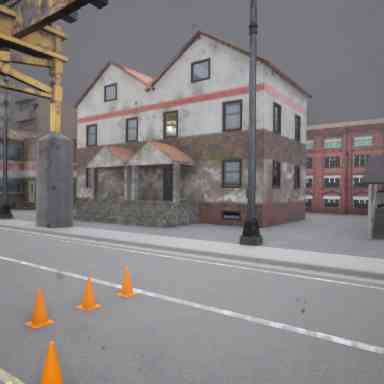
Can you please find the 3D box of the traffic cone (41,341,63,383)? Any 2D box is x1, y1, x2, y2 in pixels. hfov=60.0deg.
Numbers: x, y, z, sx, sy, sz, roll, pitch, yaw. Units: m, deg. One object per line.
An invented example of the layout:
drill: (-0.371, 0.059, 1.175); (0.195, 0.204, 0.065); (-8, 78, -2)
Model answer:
traffic cone: (-1.552, 1.952, 3.679); (0.340, 0.580, 0.340); (0, 0, 36)

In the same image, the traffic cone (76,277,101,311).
traffic cone: (-2.004, 1.949, 6.471); (0.340, 0.580, 0.340); (0, 0, 36)

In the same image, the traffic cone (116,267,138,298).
traffic cone: (-1.419, 1.949, 7.282); (0.340, 0.580, 0.340); (0, 0, 36)

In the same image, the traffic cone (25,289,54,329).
traffic cone: (-2.589, 1.949, 5.660); (0.340, 0.580, 0.340); (0, 0, 36)
